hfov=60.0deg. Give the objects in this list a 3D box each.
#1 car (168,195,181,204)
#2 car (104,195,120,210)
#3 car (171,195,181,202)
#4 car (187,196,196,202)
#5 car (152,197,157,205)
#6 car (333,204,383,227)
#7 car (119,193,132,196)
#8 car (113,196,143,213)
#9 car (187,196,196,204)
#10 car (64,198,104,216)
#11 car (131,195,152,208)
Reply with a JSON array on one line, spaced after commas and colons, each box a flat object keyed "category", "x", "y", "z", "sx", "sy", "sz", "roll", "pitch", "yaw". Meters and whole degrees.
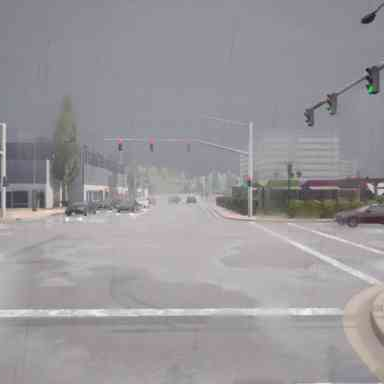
[{"category": "car", "x": -3.608, "y": 1.547, "z": 64.559, "sx": 2.033, "sy": 1.411, "sz": 5.357, "roll": 0, "pitch": 0, "yaw": 0}, {"category": "car", "x": -10.669, "y": 1.505, "z": 42.139, "sx": 1.837, "sy": 1.490, "sz": 4.892, "roll": 0, "pitch": 0, "yaw": 0}, {"category": "car", "x": -3.625, "y": 1.425, "z": 74.832, "sx": 1.994, "sy": 1.385, "sz": 4.181, "roll": 0, "pitch": 0, "yaw": 0}, {"category": "car", "x": -0.125, "y": 1.468, "z": 74.870, "sx": 1.895, "sy": 1.301, "sz": 4.718, "roll": 0, "pitch": 0, "yaw": 0}, {"category": "car", "x": -7.176, "y": 1.564, "z": 56.821, "sx": 1.994, "sy": 1.385, "sz": 4.181, "roll": 0, "pitch": 0, "yaw": 0}, {"category": "car", "x": 11.769, "y": 1.526, "z": 21.917, "sx": 4.674, "sy": 1.442, "sz": 1.812, "roll": 0, "pitch": 0, "yaw": 1}, {"category": "car", "x": -10.680, "y": 1.221, "z": 52.742, "sx": 2.150, "sy": 2.045, "sz": 5.566, "roll": 0, "pitch": 0, "yaw": 0}, {"category": "car", "x": -7.163, "y": 1.505, "z": 37.675, "sx": 1.837, "sy": 1.490, "sz": 4.892, "roll": 0, "pitch": 0, "yaw": 0}, {"category": "car", "x": -0.108, "y": 1.491, "z": 64.565, "sx": 2.128, "sy": 1.511, "sz": 4.902, "roll": 0, "pitch": 0, "yaw": 0}, {"category": "car", "x": -10.654, "y": 1.547, "z": 32.583, "sx": 2.033, "sy": 1.411, "sz": 5.357, "roll": 0, "pitch": 0, "yaw": 0}, {"category": "car", "x": -7.172, "y": 1.526, "z": 46.861, "sx": 1.812, "sy": 1.442, "sz": 4.674, "roll": 0, "pitch": 0, "yaw": 0}]
